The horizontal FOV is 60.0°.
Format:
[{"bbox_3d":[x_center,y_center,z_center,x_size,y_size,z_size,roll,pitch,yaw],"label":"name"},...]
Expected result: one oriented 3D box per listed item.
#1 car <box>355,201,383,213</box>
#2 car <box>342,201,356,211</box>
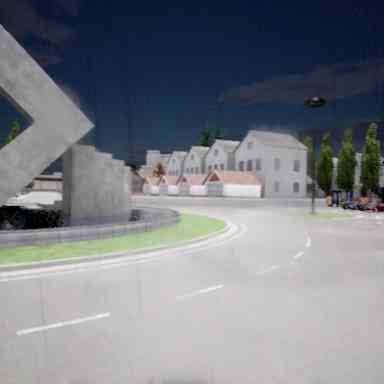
[{"bbox_3d":[24.150,1.996,43.855,4.181,1.385,1.994,1,0,-24],"label":"car"},{"bbox_3d":[23.423,1.982,47.359,4.181,1.385,1.994,1,0,-24],"label":"car"}]
